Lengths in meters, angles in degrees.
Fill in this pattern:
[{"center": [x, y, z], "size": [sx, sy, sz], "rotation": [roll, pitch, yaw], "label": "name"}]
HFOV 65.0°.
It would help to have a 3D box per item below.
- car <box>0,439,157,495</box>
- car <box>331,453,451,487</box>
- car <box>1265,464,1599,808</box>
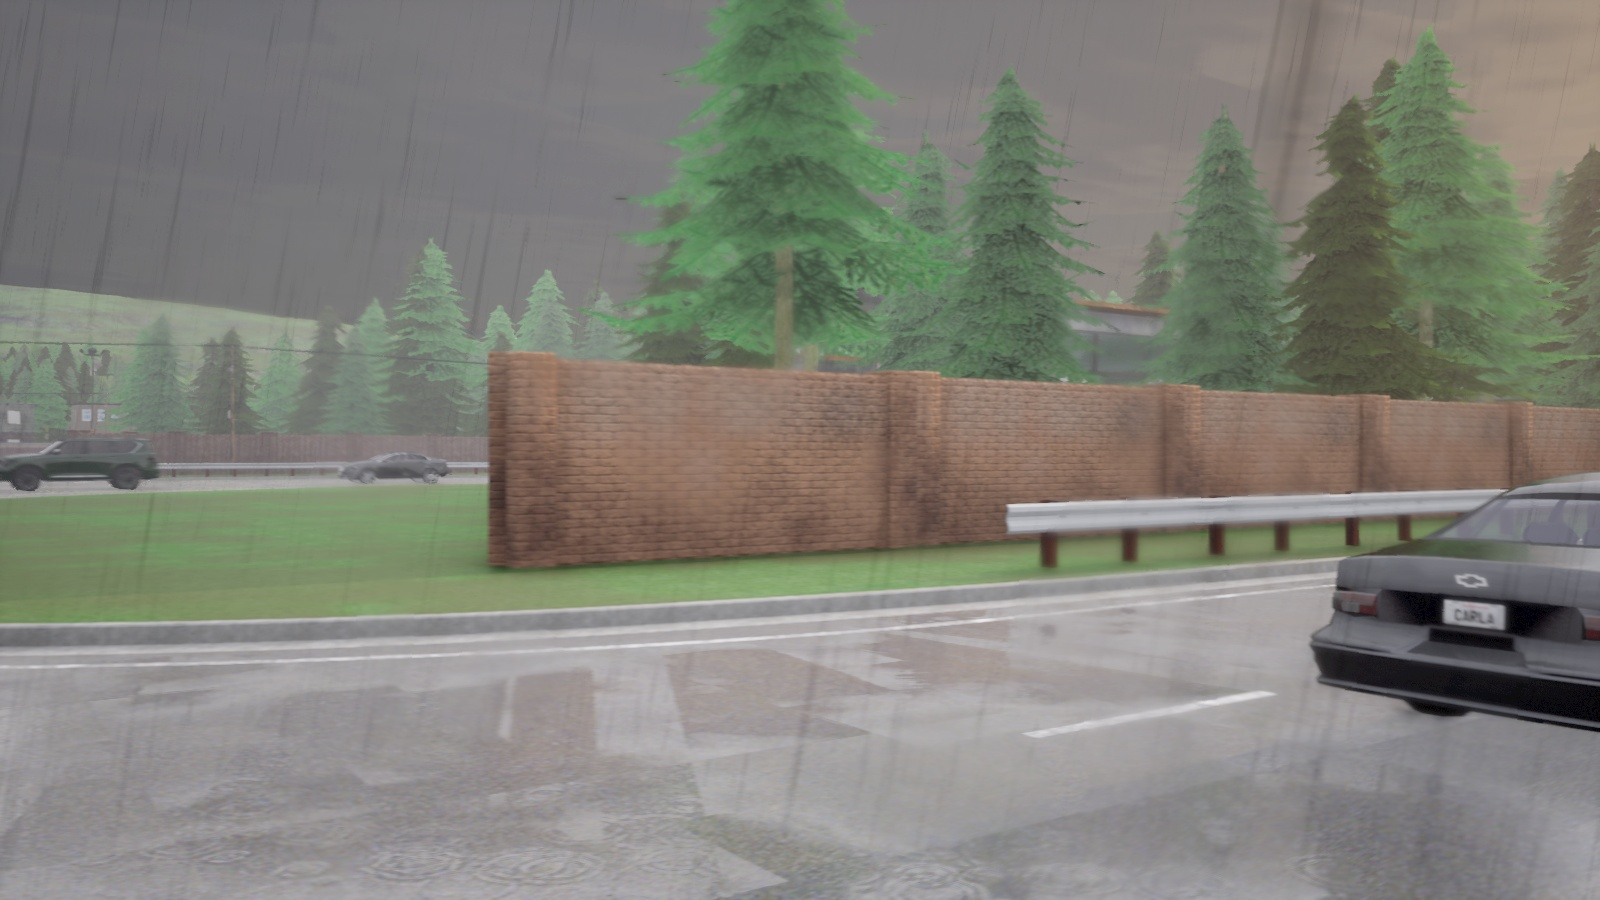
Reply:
[{"center": [-27.795, 0.641, 47.869], "size": [5.566, 2.045, 2.150], "rotation": [0, 0, -35], "label": "car"}, {"center": [-18.958, 0.884, 58.326], "size": [4.902, 1.511, 2.128], "rotation": [0, 0, -35], "label": "car"}, {"center": [5.226, 0.799, 7.296], "size": [5.357, 1.411, 2.033], "rotation": [0, 0, -35], "label": "car"}]
